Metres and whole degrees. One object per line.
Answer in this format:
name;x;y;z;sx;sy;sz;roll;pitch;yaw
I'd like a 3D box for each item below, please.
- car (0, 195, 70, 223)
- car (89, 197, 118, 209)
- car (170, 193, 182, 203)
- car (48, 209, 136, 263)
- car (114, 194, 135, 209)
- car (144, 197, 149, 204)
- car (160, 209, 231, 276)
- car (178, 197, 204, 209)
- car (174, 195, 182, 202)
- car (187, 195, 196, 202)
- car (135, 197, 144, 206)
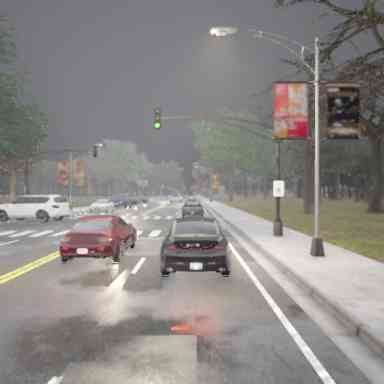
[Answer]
car;-12.064;1.238;25.121;5.566;2.045;2.150;0;-1;10
car;-9.895;1.556;36.879;1.812;1.442;4.674;0;0;0
car;-3.342;1.306;69.327;2.150;2.045;5.566;0;0;0
car;-3.176;1.534;11.858;1.812;1.442;4.674;0;0;-1
car;-9.895;1.264;46.681;2.150;2.045;5.566;0;0;0
car;-9.839;1.678;66.881;1.895;1.301;4.718;0;0;0
car;0.088;1.512;10.341;1.837;1.490;4.892;0;0;0
car;0.058;1.514;29.741;2.128;1.511;4.902;0;0;0
car;-3.356;1.579;79.760;1.882;1.535;5.008;0;0;0
car;-0.106;1.593;79.402;2.128;1.511;4.902;0;0;0
car;-9.849;1.659;56.563;1.895;1.301;4.718;0;0;0
